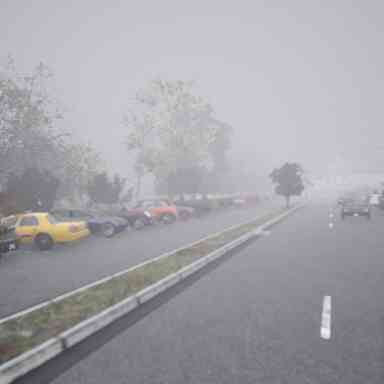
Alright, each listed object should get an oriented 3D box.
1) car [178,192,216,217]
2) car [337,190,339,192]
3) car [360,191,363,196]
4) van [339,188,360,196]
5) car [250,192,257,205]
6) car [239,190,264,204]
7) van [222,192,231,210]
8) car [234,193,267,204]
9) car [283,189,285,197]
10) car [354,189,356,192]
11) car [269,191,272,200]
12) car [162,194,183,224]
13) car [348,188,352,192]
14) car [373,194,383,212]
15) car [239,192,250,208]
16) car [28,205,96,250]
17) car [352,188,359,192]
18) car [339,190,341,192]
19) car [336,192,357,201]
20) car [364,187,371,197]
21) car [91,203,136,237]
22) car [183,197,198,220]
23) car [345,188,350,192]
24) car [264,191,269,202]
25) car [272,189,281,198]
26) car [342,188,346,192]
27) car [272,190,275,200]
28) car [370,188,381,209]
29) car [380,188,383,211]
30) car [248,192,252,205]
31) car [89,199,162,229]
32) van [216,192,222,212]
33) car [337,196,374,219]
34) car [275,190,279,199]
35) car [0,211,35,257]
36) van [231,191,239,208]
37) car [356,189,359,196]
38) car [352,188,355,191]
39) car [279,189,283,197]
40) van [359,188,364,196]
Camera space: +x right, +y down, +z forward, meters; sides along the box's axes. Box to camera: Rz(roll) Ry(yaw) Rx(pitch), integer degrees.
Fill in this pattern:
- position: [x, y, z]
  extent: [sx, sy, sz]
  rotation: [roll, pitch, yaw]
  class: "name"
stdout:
- position: [-0.990, 1.107, 28.713]
  extent: [5.566, 2.045, 2.435]
  rotation: [-2, 0, 3]
  class: "car"
- position: [39.618, 0.161, 82.562]
  extent: [4.892, 1.521, 2.231]
  rotation: [0, 1, -2]
  class: "car"
- position: [23.611, 0.806, 40.224]
  extent: [4.792, 1.488, 2.163]
  rotation: [0, 0, 3]
  class: "car"
- position: [40.433, -0.104, 85.425]
  extent: [4.442, 1.987, 1.878]
  rotation: [-1, 1, -2]
  class: "van"
- position: [5.966, 1.141, 45.192]
  extent: [4.792, 1.488, 2.163]
  rotation: [-2, 0, 3]
  class: "car"
- position: [7.045, 0.821, 47.933]
  extent: [5.566, 2.045, 2.435]
  rotation: [-2, 0, 3]
  class: "car"
- position: [1.453, 1.046, 34.203]
  extent: [4.442, 1.987, 1.878]
  rotation: [-2, 0, 3]
  class: "van"
- position: [9.351, 0.992, 53.425]
  extent: [4.892, 1.521, 2.231]
  rotation: [-2, 0, 2]
  class: "car"
- position: [17.674, 0.683, 75.545]
  extent: [5.366, 1.575, 1.946]
  rotation: [-2, 0, 0]
  class: "car"
- position: [27.043, 0.650, 48.571]
  extent: [5.008, 1.535, 2.097]
  rotation: [0, 1, 2]
  class: "car"
- position: [10.490, 0.824, 56.174]
  extent: [4.553, 1.767, 2.185]
  rotation: [-2, 0, 2]
  class: "car"
- position: [-3.226, 1.313, 23.218]
  extent: [4.553, 1.767, 2.185]
  rotation: [-2, 0, 3]
  class: "car"
- position: [31.486, 0.482, 59.809]
  extent: [5.008, 1.535, 2.097]
  rotation: [0, 0, 1]
  class: "car"
- position: [18.937, 0.944, 29.125]
  extent: [5.008, 1.535, 2.097]
  rotation: [0, 1, 3]
  class: "car"
- position: [3.827, 1.185, 39.692]
  extent: [5.366, 1.575, 1.946]
  rotation: [-2, 0, 3]
  class: "car"
- position: [-7.216, 1.577, 14.229]
  extent: [5.366, 1.575, 1.946]
  rotation: [-2, 0, 3]
  class: "car"
- position: [28.157, 0.609, 51.377]
  extent: [4.892, 1.521, 2.231]
  rotation: [0, 0, 2]
  class: "car"
- position: [38.653, 0.239, 79.703]
  extent: [4.674, 1.452, 2.002]
  rotation: [-1, 0, -2]
  class: "car"
- position: [18.694, 0.988, 40.648]
  extent: [1.895, 1.301, 4.718]
  rotation: [-1, 0, 23]
  class: "car"
- position: [20.122, 0.651, 31.898]
  extent: [5.566, 2.045, 2.435]
  rotation: [0, 0, 3]
  class: "car"
- position: [-5.688, 1.556, 17.357]
  extent: [4.792, 1.488, 2.163]
  rotation: [-2, 0, 3]
  class: "car"
- position: [-2.103, 1.439, 25.972]
  extent: [4.674, 1.452, 2.002]
  rotation: [-2, 0, 3]
  class: "car"
- position: [33.628, 0.400, 65.454]
  extent: [5.008, 1.535, 2.097]
  rotation: [0, 1, 0]
  class: "car"
- position: [8.403, 1.022, 50.678]
  extent: [5.366, 1.575, 1.946]
  rotation: [-2, 0, 3]
  class: "car"
- position: [14.820, 0.822, 67.218]
  extent: [4.792, 1.488, 2.163]
  rotation: [-2, 0, 1]
  class: "car"
- position: [34.633, 0.108, 68.286]
  extent: [5.566, 2.045, 2.435]
  rotation: [0, 1, 0]
  class: "car"
- position: [11.575, 0.911, 58.926]
  extent: [5.008, 1.535, 2.097]
  rotation: [-2, 0, 2]
  class: "car"
- position: [17.799, 0.735, 26.357]
  extent: [5.566, 2.045, 2.435]
  rotation: [0, 0, 3]
  class: "car"
- position: [15.418, 0.819, 20.805]
  extent: [5.566, 2.045, 2.435]
  rotation: [0, 1, 3]
  class: "car"
- position: [4.760, 1.184, 42.442]
  extent: [4.792, 1.488, 2.163]
  rotation: [-2, 0, 3]
  class: "car"
- position: [-4.439, 1.356, 20.484]
  extent: [4.553, 1.767, 2.185]
  rotation: [-2, 0, 3]
  class: "car"
- position: [0.306, 1.087, 31.456]
  extent: [4.442, 1.987, 1.878]
  rotation: [-2, 0, 3]
  class: "van"
- position: [11.912, 1.232, 24.477]
  extent: [1.895, 1.301, 4.718]
  rotation: [-1, 0, 23]
  class: "car"
- position: [13.697, 0.863, 64.443]
  extent: [4.792, 1.488, 2.163]
  rotation: [-2, 0, 1]
  class: "car"
- position: [-8.339, 1.622, 11.095]
  extent: [4.892, 1.521, 2.231]
  rotation: [-2, 0, 3]
  class: "car"
- position: [2.601, 1.005, 36.951]
  extent: [4.442, 1.987, 1.878]
  rotation: [-2, 0, 3]
  class: "van"
- position: [26.077, 0.688, 45.785]
  extent: [5.366, 1.575, 1.946]
  rotation: [0, 0, 2]
  class: "car"
- position: [29.266, 0.441, 54.183]
  extent: [4.553, 1.767, 2.185]
  rotation: [0, 0, 1]
  class: "car"
- position: [15.834, 0.755, 69.983]
  extent: [5.008, 1.535, 2.097]
  rotation: [-2, 0, 1]
  class: "car"
- position: [24.620, 0.510, 43.002]
  extent: [4.442, 1.987, 1.878]
  rotation: [0, 1, 2]
  class: "van"
